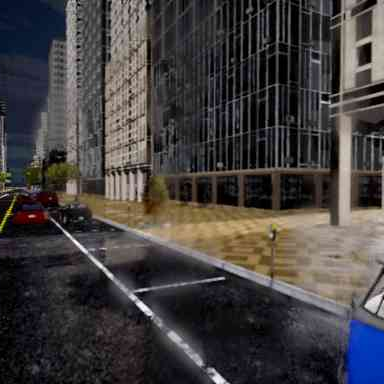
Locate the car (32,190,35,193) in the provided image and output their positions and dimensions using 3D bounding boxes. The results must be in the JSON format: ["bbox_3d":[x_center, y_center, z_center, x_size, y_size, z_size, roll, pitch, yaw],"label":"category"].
[{"bbox_3d":[-25.916,0.803,57.241,1.967,1.590,4.097,-1,1,-27],"label":"car"}]

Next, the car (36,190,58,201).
[{"bbox_3d":[-18.091,0.847,42.091,2.192,1.841,5.009,-1,1,-27],"label":"car"}]

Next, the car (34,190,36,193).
[{"bbox_3d":[-20.700,0.791,47.141,2.192,1.841,5.009,-1,1,-27],"label":"car"}]

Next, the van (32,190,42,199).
[{"bbox_3d":[-33.743,0.533,72.387,1.690,1.788,3.998,-1,1,-27],"label":"van"}]

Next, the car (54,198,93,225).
[{"bbox_3d":[-7.654,1.307,21.897,2.008,1.369,4.403,-1,1,-27],"label":"car"}]

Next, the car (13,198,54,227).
[{"bbox_3d":[-10.072,1.332,20.881,1.994,1.385,4.181,0,1,-27],"label":"car"}]

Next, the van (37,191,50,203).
[{"bbox_3d":[-23.308,0.760,52.191,1.690,1.788,3.998,-1,1,-27],"label":"van"}]

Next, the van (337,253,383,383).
[{"bbox_3d":[2.779,1.321,1.697,1.690,1.788,3.998,-1,1,-27],"label":"van"}]

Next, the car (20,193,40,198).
[{"bbox_3d":[-17.816,1.126,35.897,1.812,1.442,4.674,0,1,-27],"label":"car"}]
